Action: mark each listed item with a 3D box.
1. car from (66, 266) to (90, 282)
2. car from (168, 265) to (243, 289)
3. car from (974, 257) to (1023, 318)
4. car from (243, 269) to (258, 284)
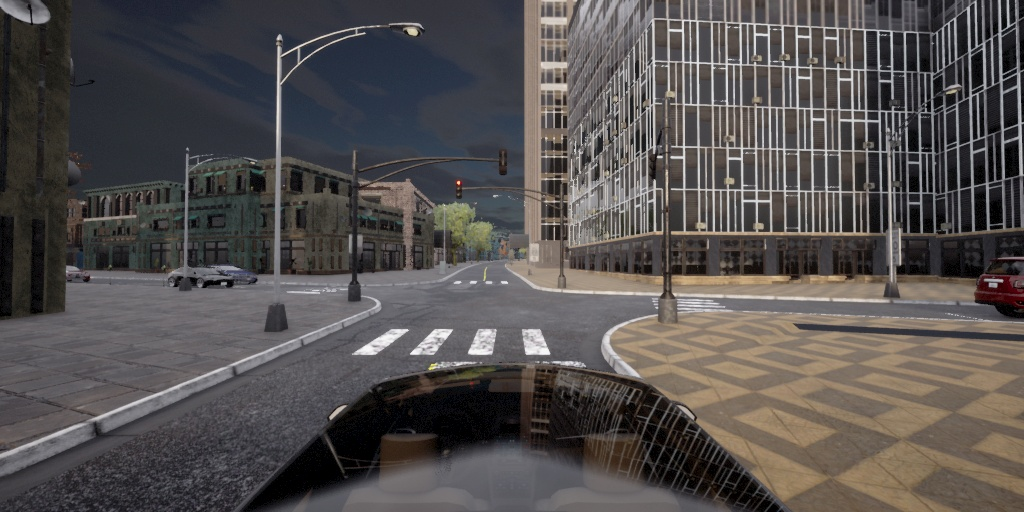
[{"bbox_3d":[-35.317,1.403,28.226,4.207,1.307,1.802,0,0,20],"label":"car"},{"bbox_3d":[-19.654,1.324,22.632,4.313,1.339,1.948,0,0,20],"label":"car"},{"bbox_3d":[16.301,0.923,9.654,5.009,1.841,2.192,0,0,20],"label":"car"},{"bbox_3d":[-20.465,1.340,25.661,4.674,1.442,1.812,0,-1,20],"label":"car"}]
